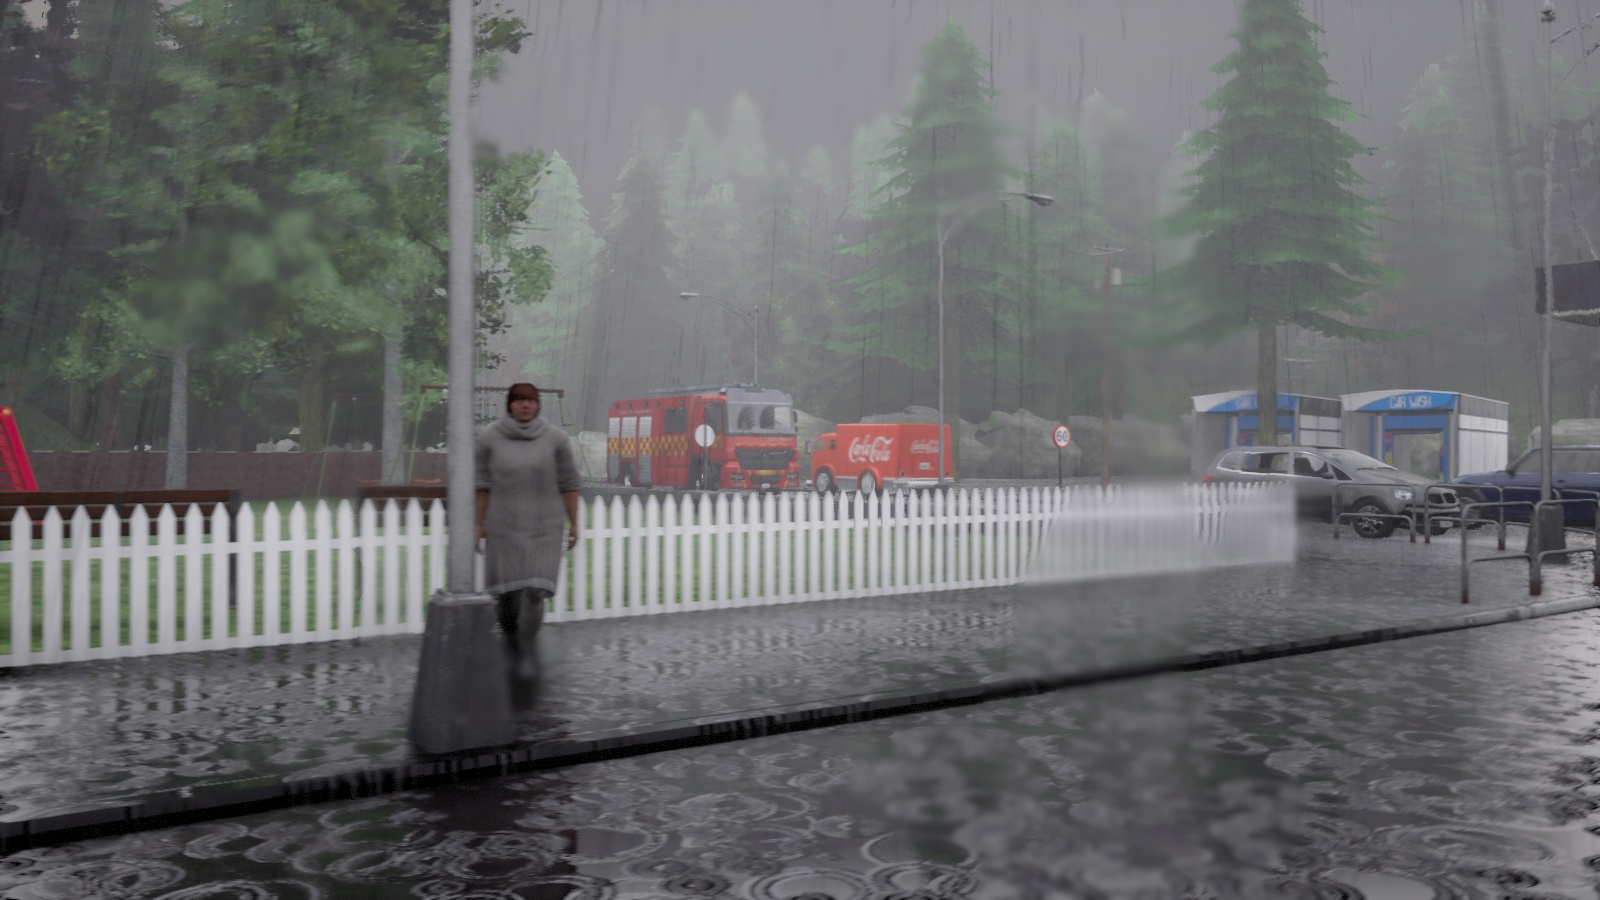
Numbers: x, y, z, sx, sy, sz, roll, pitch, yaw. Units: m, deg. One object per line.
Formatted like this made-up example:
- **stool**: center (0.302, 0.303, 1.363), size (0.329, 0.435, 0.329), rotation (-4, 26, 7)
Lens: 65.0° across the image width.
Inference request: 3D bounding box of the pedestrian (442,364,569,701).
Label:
- **pedestrian**: center (-1.790, 0.477, 7.729), size (0.659, 1.952, 0.873), rotation (0, 0, -6)

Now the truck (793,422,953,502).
- **truck**: center (2.334, 0.361, 41.503), size (2.627, 2.467, 5.204), rotation (0, 0, -35)

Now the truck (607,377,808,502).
- **truck**: center (-3.367, -0.308, 42.678), size (2.891, 3.827, 8.468), rotation (0, 0, -35)

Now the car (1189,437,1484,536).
- **car**: center (9.949, 0.626, 23.620), size (2.242, 1.667, 4.611), rotation (0, 0, -35)

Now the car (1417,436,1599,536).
- **car**: center (14.450, 0.632, 23.894), size (2.097, 1.767, 4.553), rotation (0, 0, -25)
